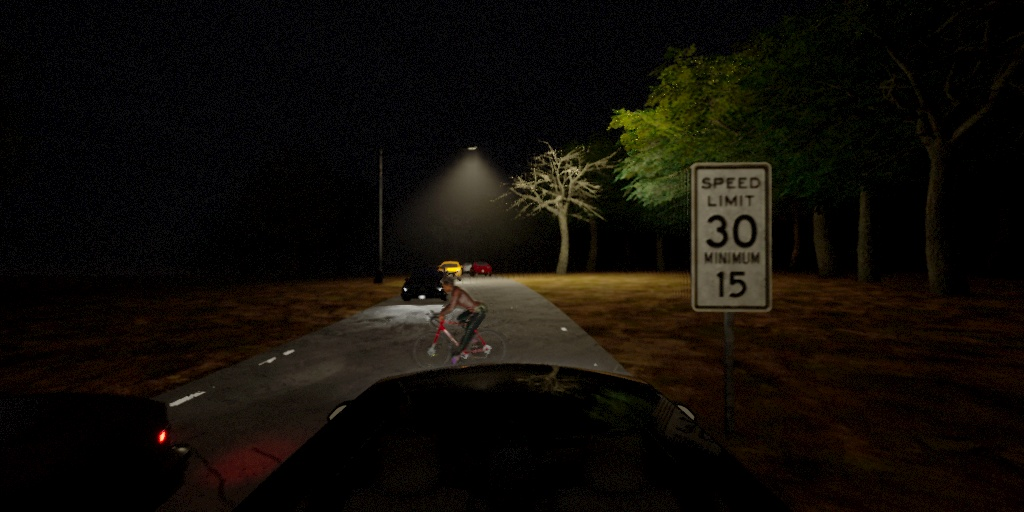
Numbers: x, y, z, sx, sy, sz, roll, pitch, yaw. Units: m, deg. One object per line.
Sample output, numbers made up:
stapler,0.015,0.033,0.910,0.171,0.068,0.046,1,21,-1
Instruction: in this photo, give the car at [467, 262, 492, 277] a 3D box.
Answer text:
car,-3.301,1.341,37.086,1.882,1.535,5.008,0,-1,-11

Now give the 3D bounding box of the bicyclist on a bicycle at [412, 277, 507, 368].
bicyclist on a bicycle,-0.924,1.180,6.223,1.656,1.620,0.582,-2,0,-1

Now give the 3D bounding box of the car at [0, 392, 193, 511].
car,-3.221,1.305,0.120,2.033,1.411,5.357,0,0,1

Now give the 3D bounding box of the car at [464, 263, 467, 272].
car,-6.073,1.705,48.972,1.812,1.442,4.674,0,-2,-15

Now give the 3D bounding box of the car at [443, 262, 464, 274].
car,-5.328,1.241,30.979,1.882,1.535,5.008,0,-1,-8

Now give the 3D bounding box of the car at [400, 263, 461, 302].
car,-3.729,1.223,16.728,2.033,1.411,5.357,0,0,-5

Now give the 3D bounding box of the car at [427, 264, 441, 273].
car,-13.750,2.223,62.937,1.882,1.535,5.008,1,-2,-20
